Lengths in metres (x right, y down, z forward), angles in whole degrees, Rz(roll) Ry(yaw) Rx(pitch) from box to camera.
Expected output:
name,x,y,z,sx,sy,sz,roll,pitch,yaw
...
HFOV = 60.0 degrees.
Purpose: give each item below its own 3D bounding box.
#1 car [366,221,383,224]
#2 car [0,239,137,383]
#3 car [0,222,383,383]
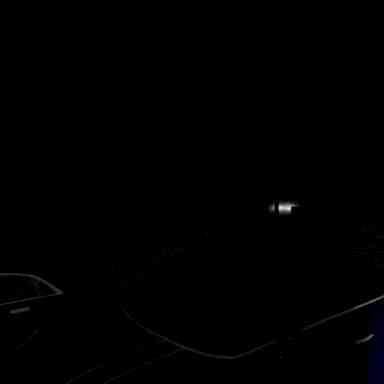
name,x,y,z,sx,sy,sz,roll,pitch,yaw
car,5.893,1.582,10.365,4.206,1.307,1.802,0,0,-35
car,-3.108,1.551,3.976,4.403,1.369,2.008,0,0,-35
car,0.500,1.352,3.422,4.553,1.767,2.097,0,0,-35
